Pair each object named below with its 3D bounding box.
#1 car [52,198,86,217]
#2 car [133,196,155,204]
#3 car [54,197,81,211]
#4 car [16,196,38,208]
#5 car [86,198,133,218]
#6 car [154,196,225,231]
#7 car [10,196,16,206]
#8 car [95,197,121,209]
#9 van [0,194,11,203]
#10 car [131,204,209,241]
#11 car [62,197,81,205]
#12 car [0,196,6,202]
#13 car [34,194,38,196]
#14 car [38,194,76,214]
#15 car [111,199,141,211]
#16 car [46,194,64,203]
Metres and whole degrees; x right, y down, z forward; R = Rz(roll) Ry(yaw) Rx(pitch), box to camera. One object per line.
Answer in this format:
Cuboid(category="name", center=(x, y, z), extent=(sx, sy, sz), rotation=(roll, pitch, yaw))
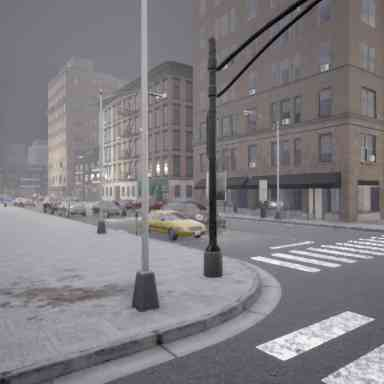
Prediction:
Cuboid(category="car", center=(-11.211, 1.565, 31.038), extent=(2.008, 1.369, 4.403), rotation=(0, 0, -36))
Cuboid(category="car", center=(-4.710, 1.289, 35.742), extent=(2.192, 1.841, 5.009), rotation=(0, 0, -36))
Cuboid(category="car", center=(-15.606, 1.477, 41.522), extent=(1.882, 1.535, 5.008), rotation=(0, 0, -36))
Cuboid(category="car", center=(-24.488, 1.592, 49.387), extent=(1.802, 1.307, 4.206), rotation=(0, 0, -36))
Cuboid(category="car", center=(-7.619, 1.503, 30.349), extent=(1.837, 1.490, 4.892), rotation=(0, 2, -38))
Cuboid(category="car", center=(-0.058, 1.356, 19.951), extent=(2.097, 1.767, 4.553), rotation=(0, 0, -36))
Cuboid(category="car", center=(-27.707, 1.534, 53.836), extent=(1.752, 1.417, 4.829), rotation=(0, 0, -36))
Cuboid(category="car", center=(-11.447, 1.497, 45.054), extent=(1.752, 1.417, 4.829), rotation=(0, 0, -36))
Cuboid(category="van", center=(-37.765, 1.348, 67.733), extent=(1.690, 1.788, 3.998), rotation=(0, 0, -36))
Cuboid(category="car", center=(-1.154, 1.543, 17.140), extent=(1.752, 1.417, 4.829), rotation=(0, 0, -36))
Cuboid(category="car", center=(-21.305, 1.520, 58.677), extent=(2.008, 1.369, 4.403), rotation=(0, 0, -36))
Cuboid(category="car", center=(-44.403, 1.557, 76.908), extent=(2.008, 1.369, 4.403), rotation=(0, 0, -36))
Cuboid(category="car", center=(-34.582, 1.533, 77.025), extent=(1.947, 1.339, 4.313), rotation=(0, 0, -36))
Cuboid(category="car", center=(-14.531, 1.328, 35.625), extent=(2.192, 1.841, 5.009), rotation=(0, 0, -36))
Cuboid(category="car", center=(-8.029, 1.539, 40.330), extent=(1.947, 1.339, 4.313), rotation=(0, 0, -36))
Cuboid(category="car", center=(-27.944, 1.283, 67.850), extent=(2.192, 1.841, 5.009), rotation=(0, 0, -36))
